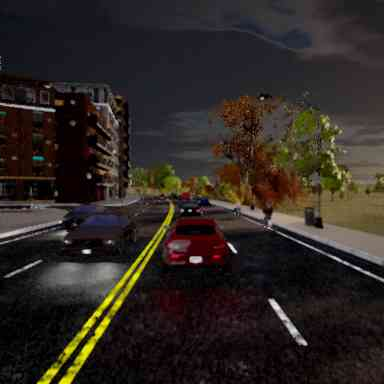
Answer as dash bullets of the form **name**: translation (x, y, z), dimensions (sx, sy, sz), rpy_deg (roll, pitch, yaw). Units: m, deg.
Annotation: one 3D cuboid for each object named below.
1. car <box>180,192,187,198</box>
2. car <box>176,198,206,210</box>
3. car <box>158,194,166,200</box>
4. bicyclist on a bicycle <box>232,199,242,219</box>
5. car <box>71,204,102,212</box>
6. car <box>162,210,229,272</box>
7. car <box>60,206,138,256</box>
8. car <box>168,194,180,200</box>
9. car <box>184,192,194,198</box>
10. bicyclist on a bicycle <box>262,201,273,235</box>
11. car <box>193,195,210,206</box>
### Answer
- **car**: translation (-1.712, 1.066, 89.985), dimensions (2.150, 2.045, 5.566), rpy_deg (0, 0, -7)
- **car**: translation (-0.230, 1.512, 28.476), dimensions (2.033, 1.411, 5.357), rpy_deg (0, 0, -2)
- **car**: translation (-7.821, 1.358, 86.313), dimensions (1.812, 1.442, 4.674), rpy_deg (0, 0, -7)
- **bicyclist on a bicycle**: translation (3.858, 1.418, 27.969), dimensions (0.866, 1.612, 1.509), rpy_deg (0, 0, -2)
- **car**: translation (-6.715, 1.496, 21.682), dimensions (2.033, 1.411, 5.357), rpy_deg (0, 0, -1)
- **car**: translation (0.091, 1.515, 10.591), dimensions (1.812, 1.442, 4.674), rpy_deg (0, 0, 0)
- **car**: translation (-3.369, 1.520, 13.253), dimensions (2.033, 1.411, 5.357), rpy_deg (0, 0, -1)
- **car**: translation (-4.938, 1.332, 89.589), dimensions (1.837, 1.490, 4.892), rpy_deg (0, 0, -7)
- **car**: translation (0.104, 1.415, 73.163), dimensions (2.128, 1.511, 4.902), rpy_deg (0, 0, -6)
- **bicyclist on a bicycle**: translation (4.058, 1.367, 17.981), dimensions (0.659, 1.776, 1.843), rpy_deg (0, 0, -1)
- **car**: translation (1.760, 1.498, 53.590), dimensions (1.994, 1.385, 4.181), rpy_deg (0, 0, -4)
